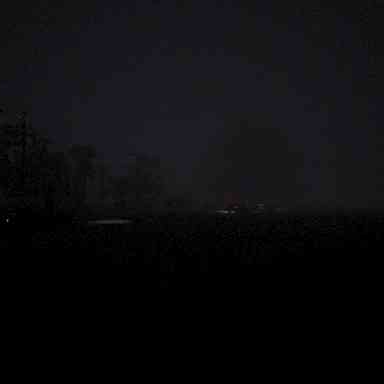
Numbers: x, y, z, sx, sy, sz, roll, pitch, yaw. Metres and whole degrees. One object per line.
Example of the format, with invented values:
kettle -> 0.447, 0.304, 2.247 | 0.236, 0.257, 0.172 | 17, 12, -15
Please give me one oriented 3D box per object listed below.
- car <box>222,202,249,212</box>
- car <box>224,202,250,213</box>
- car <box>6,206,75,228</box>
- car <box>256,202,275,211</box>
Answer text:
car -> 7.261, 2.386, 54.729 | 2.033, 1.411, 5.357 | 1, 0, 36
car -> 6.926, 2.335, 49.455 | 1.812, 1.442, 4.674 | 1, 0, 36
car -> -11.013, 1.764, 24.520 | 2.128, 1.511, 4.902 | 1, 0, 36
car -> 12.895, 2.470, 57.865 | 2.128, 1.511, 4.902 | 1, 0, 36
